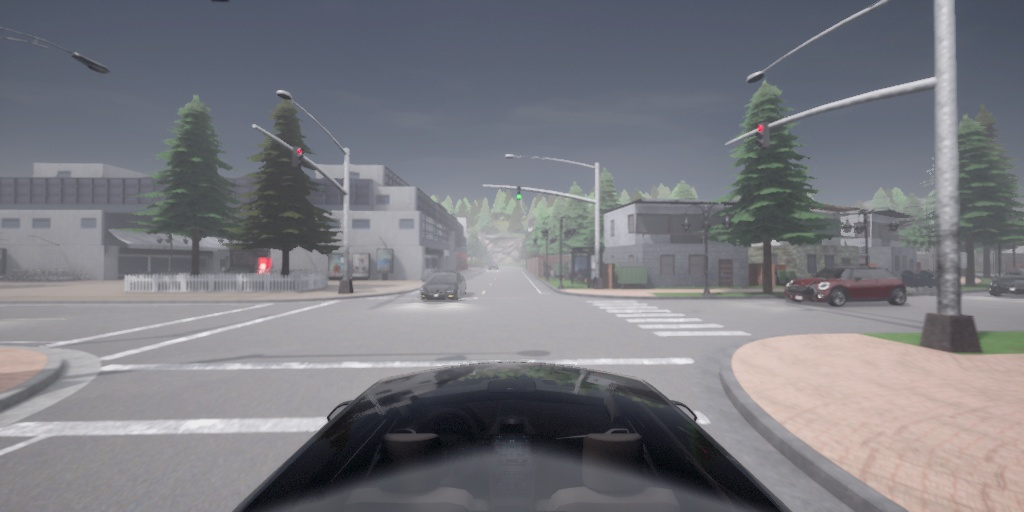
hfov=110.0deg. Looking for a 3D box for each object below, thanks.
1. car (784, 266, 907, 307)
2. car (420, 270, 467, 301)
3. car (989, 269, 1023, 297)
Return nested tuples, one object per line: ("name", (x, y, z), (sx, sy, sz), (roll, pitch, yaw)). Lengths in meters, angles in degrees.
("car", (14.881, 1.260, 16.153), (4.553, 1.767, 2.097), (0, -1, -8))
("car", (-3.507, 1.529, 18.988), (1.837, 1.490, 4.892), (0, 1, 0))
("car", (27.947, 1.449, 19.249), (4.892, 1.490, 1.837), (0, 0, -20))
